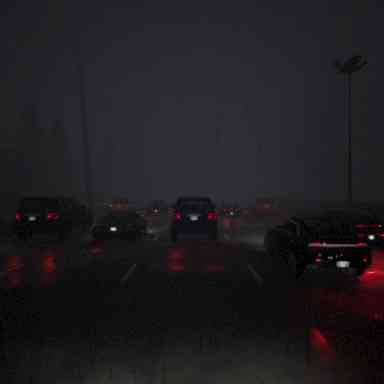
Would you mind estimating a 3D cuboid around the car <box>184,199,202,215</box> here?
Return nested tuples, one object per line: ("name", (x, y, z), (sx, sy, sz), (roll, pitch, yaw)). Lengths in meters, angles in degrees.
("car", (0.072, 1.555, 34.864), (1.812, 1.442, 4.674), (0, 0, 0))

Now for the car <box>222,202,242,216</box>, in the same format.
("car", (3.587, 1.629, 32.258), (1.895, 1.301, 4.718), (0, 0, 0))

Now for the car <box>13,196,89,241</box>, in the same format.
("car", (-6.906, 1.236, 17.056), (2.150, 2.045, 5.566), (0, 0, 0))

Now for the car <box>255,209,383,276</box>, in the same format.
("car", (3.592, 1.501, 10.335), (2.128, 1.511, 4.902), (0, 0, 0))

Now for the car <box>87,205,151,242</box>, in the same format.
("car", (-3.407, 1.578, 16.420), (1.994, 1.385, 4.181), (0, 0, 0))

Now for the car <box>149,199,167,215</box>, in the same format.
("car", (-3.414, 1.534, 33.875), (1.837, 1.490, 4.892), (0, 0, 0))

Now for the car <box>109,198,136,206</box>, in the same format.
("car", (-6.914, 1.380, 33.538), (2.097, 1.767, 4.553), (0, 0, 0))

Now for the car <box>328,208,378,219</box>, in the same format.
("car", (7.093, 1.519, 15.560), (1.837, 1.490, 4.892), (0, 0, 0))

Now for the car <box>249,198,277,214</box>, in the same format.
("car", (7.086, 1.381, 33.526), (2.097, 1.767, 4.553), (0, 0, 0))

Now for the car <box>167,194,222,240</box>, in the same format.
("car", (0.094, 1.236, 17.165), (2.150, 2.045, 5.566), (0, 0, 0))
